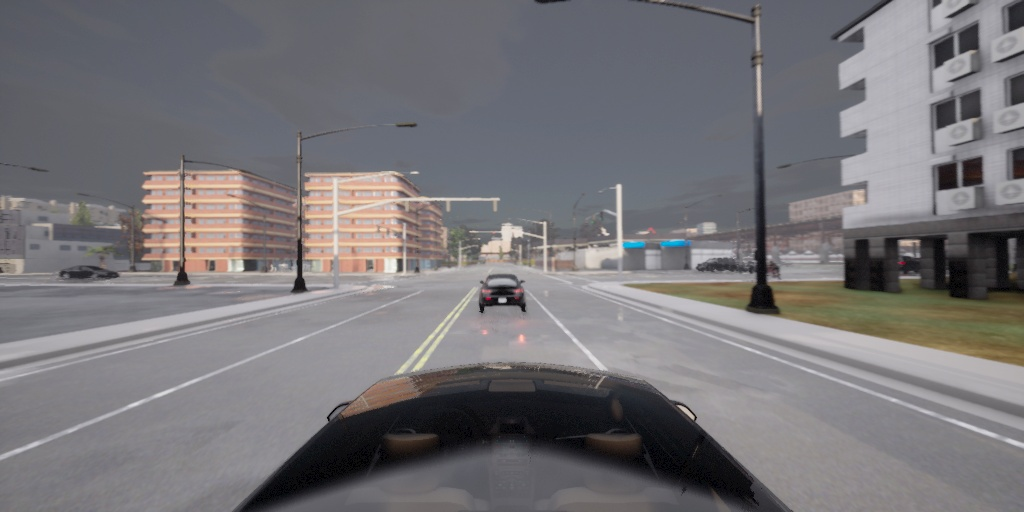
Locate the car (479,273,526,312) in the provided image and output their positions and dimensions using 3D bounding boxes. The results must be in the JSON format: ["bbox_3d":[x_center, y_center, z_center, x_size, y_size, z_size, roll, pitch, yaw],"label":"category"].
[{"bbox_3d":[-0.407,1.461,15.279,1.812,1.442,4.674,-1,-1,-2],"label":"car"}]

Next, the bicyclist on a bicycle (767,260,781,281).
[{"bbox_3d":[20.966,1.159,28.803,0.582,1.620,1.656,-1,-1,-2],"label":"bicyclist on a bicycle"}]

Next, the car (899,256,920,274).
[{"bbox_3d":[44.375,0.964,41.055,5.566,2.045,2.150,-1,-1,-28],"label":"car"}]

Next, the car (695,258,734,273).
[{"bbox_3d":[28.416,1.271,49.903,5.566,2.045,2.150,-1,-1,-13],"label":"car"}]

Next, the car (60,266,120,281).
[{"bbox_3d":[-44.168,1.775,37.560,4.892,1.490,1.837,0,-1,-1],"label":"car"}]

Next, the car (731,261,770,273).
[{"bbox_3d":[31.743,1.540,47.308,4.181,1.385,1.994,0,-1,-17],"label":"car"}]
